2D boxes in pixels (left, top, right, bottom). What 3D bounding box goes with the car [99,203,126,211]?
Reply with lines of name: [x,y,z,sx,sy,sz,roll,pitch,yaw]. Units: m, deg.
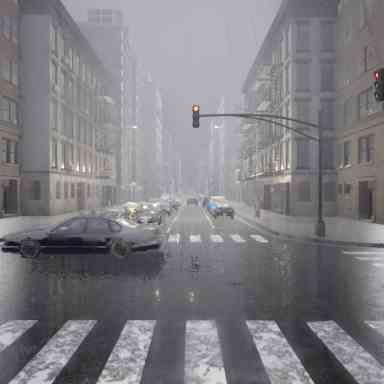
car: [-5.395,1.554,23.497,2.008,1.369,4.403,0,0,0]

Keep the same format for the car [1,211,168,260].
car: [-3.687,1.540,11.827,5.357,1.411,2.033,0,0,0]

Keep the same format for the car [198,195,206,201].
car: [2.638,1.581,88.374,1.947,1.339,4.313,0,0,0]

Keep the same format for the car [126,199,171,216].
car: [-2.853,1.495,22.865,2.128,1.511,4.902,0,0,0]

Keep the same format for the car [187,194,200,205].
car: [0.088,1.514,57.067,1.837,1.490,4.892,0,0,0]

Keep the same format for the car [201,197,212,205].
car: [2.636,1.561,61.343,2.008,1.369,4.403,0,0,0]

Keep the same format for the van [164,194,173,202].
van: [-5.455,1.354,77.559,1.690,1.788,3.998,0,0,0]

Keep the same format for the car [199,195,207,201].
car: [2.638,1.559,82.968,1.887,1.381,4.507,0,0,0]

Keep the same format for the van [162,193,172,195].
van: [-5.443,1.352,66.746,1.690,1.788,3.998,0,0,0]

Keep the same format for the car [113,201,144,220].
car: [-5.401,1.529,28.733,1.752,1.417,4.829,0,0,0]

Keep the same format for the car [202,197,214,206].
car: [2.636,1.575,55.937,1.947,1.339,4.313,0,0,0]

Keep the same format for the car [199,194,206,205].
car: [2.635,1.323,50.530,2.192,1.841,5.009,0,0,0]

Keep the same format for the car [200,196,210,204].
car: [2.636,1.536,66.918,1.752,1.417,4.829,0,0,0]

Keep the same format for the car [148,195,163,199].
car: [-5.419,1.447,45.122,1.967,1.590,4.097,0,0,0]

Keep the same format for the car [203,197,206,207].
car: [2.634,1.588,39.718,1.802,1.307,4.206,0,0,0]

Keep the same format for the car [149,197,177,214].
car: [-2.851,1.552,32.749,2.033,1.411,5.357,0,0,0]

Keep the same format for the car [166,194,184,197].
car: [-2.807,1.486,53.017,1.882,1.535,5.008,0,0,1]

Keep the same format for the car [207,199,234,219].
car: [2.633,1.555,28.905,2.008,1.369,4.403,0,0,0]

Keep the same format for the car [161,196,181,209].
car: [-2.843,1.570,42.762,1.994,1.385,4.181,0,0,1]

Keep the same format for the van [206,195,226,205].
van: [2.634,1.346,34.312,1.690,1.788,3.998,0,0,0]
